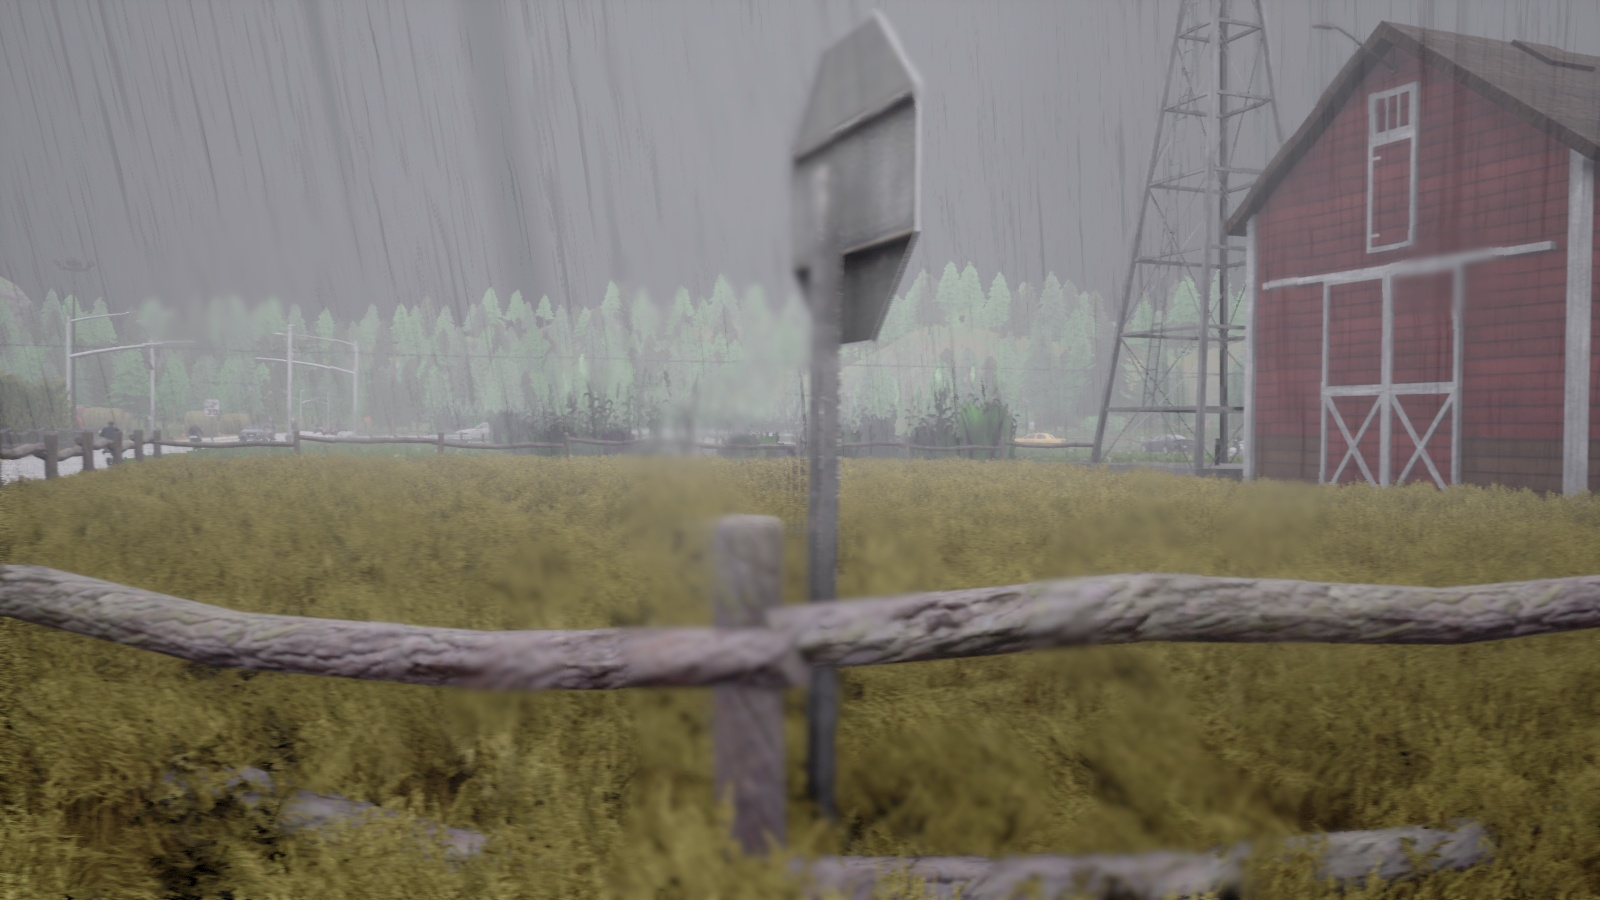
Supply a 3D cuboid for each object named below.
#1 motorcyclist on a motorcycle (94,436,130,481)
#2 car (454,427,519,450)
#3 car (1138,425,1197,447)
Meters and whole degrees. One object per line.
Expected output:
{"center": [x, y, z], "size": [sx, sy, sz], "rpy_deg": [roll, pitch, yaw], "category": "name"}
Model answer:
{"center": [-24.549, 0.284, 44.836], "size": [0.866, 1.590, 1.817], "rpy_deg": [-1, 1, -21], "category": "motorcyclist on a motorcycle"}
{"center": [-23.783, -0.853, 95.318], "size": [4.674, 1.442, 1.812], "rpy_deg": [-4, 2, -15], "category": "car"}
{"center": [26.950, -1.026, 92.282], "size": [1.882, 1.535, 5.008], "rpy_deg": [-1, 1, -14], "category": "car"}
